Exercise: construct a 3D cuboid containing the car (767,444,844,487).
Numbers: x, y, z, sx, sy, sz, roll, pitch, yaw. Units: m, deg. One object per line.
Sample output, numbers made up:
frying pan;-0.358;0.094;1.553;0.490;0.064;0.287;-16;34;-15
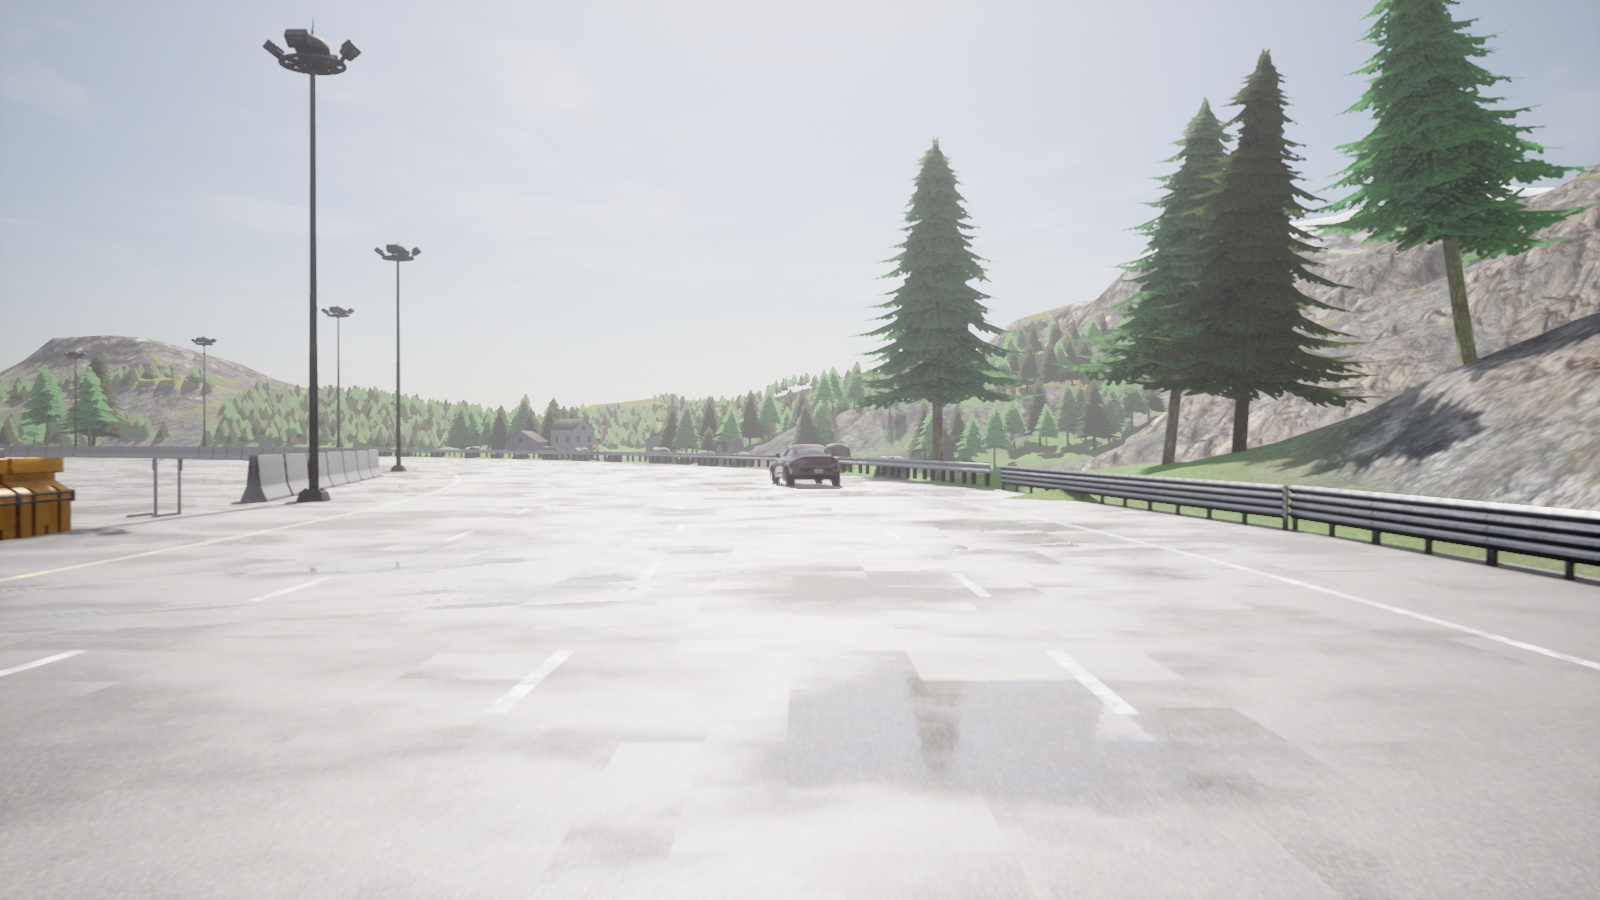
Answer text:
car;0.135;0.523;44.520;1.812;1.442;4.674;0;0;-11
